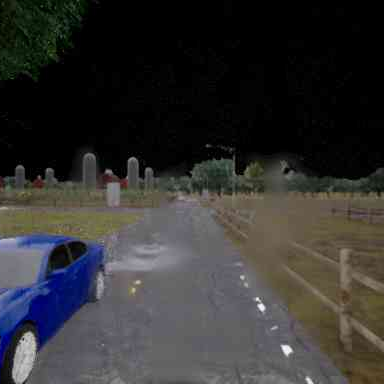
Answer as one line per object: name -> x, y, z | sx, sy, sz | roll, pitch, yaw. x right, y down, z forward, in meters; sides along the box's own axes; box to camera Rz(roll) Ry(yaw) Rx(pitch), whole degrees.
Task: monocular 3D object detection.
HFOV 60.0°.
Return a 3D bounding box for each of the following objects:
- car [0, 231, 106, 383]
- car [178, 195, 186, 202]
car -> -2.861, 1.510, 5.493 | 1.882, 1.535, 5.008 | 0, 0, 0
car -> -2.781, 1.684, 89.697 | 2.097, 1.767, 4.553 | 0, 0, 0
